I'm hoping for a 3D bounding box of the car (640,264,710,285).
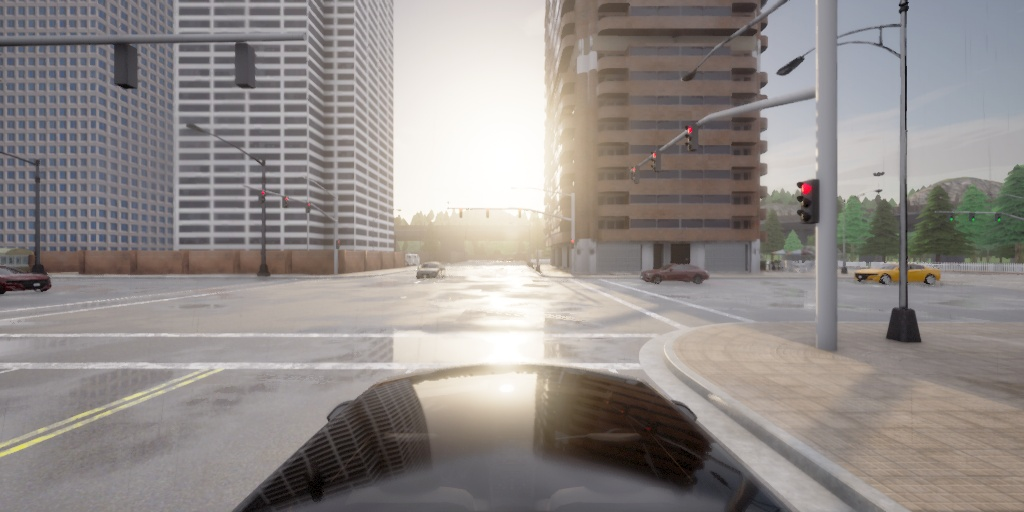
[{"bbox_3d":[11.716,1.272,25.892,4.674,1.442,1.812,0,0,2],"label":"car"}]

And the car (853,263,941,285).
[{"bbox_3d":[27.473,1.232,25.690,5.008,1.535,1.882,0,0,0],"label":"car"}]

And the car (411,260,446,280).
[{"bbox_3d":[-7.005,1.329,31.288,1.837,1.490,4.892,0,1,0],"label":"car"}]

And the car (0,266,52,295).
[{"bbox_3d":[-27.482,1.226,18.874,5.008,1.535,1.882,0,0,0],"label":"car"}]
